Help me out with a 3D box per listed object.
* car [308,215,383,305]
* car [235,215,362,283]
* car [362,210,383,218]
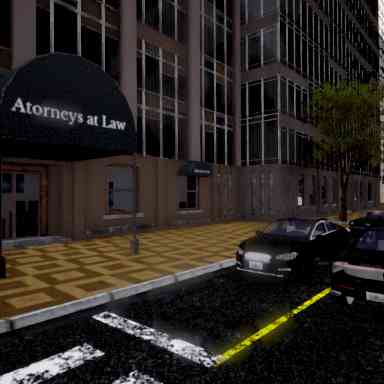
[{"bbox_3d":[4.587,1.496,7.232,2.128,1.511,4.902,-1,0,41],"label":"car"},{"bbox_3d":[3.172,1.523,9.945,2.128,1.511,4.902,-1,0,41],"label":"car"},{"bbox_3d":[9.936,1.636,17.696,1.895,1.301,4.718,-1,-1,41],"label":"car"}]
